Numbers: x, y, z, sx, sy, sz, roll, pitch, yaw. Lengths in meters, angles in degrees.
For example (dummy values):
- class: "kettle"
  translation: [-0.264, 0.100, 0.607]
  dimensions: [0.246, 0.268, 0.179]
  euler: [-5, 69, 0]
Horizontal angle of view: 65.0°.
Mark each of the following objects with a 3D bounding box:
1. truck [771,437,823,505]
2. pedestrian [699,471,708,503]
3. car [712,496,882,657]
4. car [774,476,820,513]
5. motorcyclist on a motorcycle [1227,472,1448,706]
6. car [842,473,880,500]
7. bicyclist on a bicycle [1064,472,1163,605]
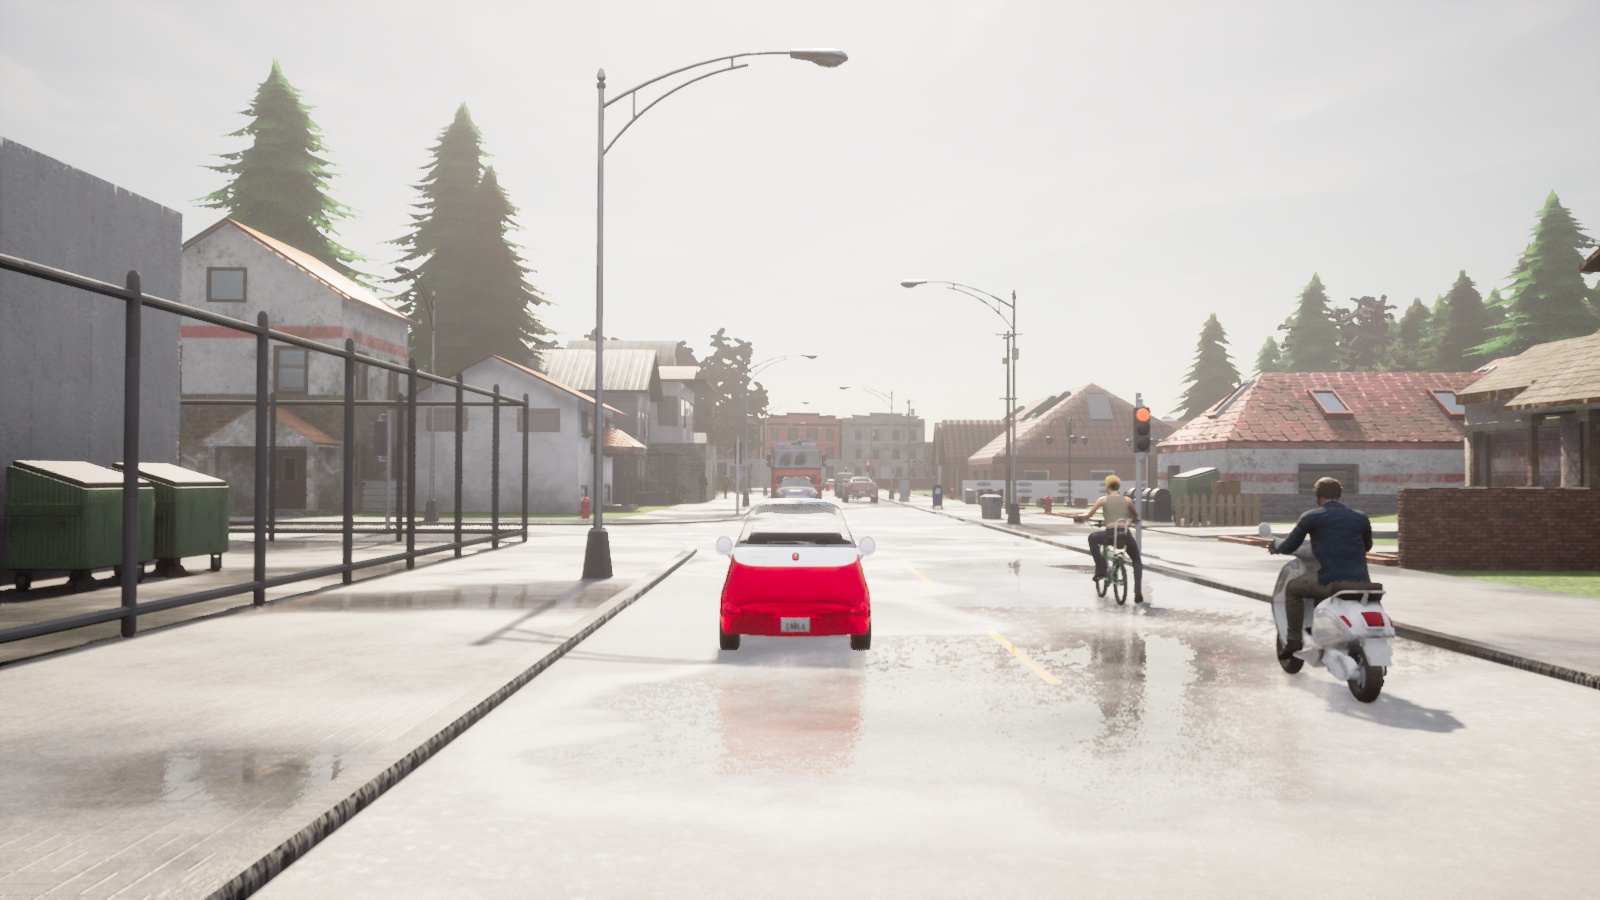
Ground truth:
- class: "truck"
  translation: [-0.195, 1.279, 74.677]
  dimensions: [2.891, 3.827, 8.468]
  euler: [0, -1, 0]
- class: "pedestrian"
  translation: [-5.517, 2.118, 72.045]
  dimensions: [0.370, 1.835, 0.726]
  euler: [0, -1, -16]
- class: "car"
  translation: [-0.034, 1.140, 12.068]
  dimensions: [1.481, 1.376, 2.207]
  euler: [0, -2, 0]
- class: "car"
  translation: [-0.156, 1.998, 57.350]
  dimensions: [2.033, 1.649, 4.856]
  euler: [0, -1, -1]
- class: "motorcyclist on a motorcycle"
  translation: [3.974, 0.966, 9.470]
  dimensions: [0.866, 1.590, 1.817]
  euler: [0, -1, 0]
- class: "car"
  translation: [3.795, 2.310, 79.415]
  dimensions: [2.152, 1.651, 5.027]
  euler: [0, -1, 0]
- class: "bicyclist on a bicycle"
  translation: [3.970, 1.092, 16.035]
  dimensions: [0.866, 1.612, 1.509]
  euler: [0, -1, 0]
